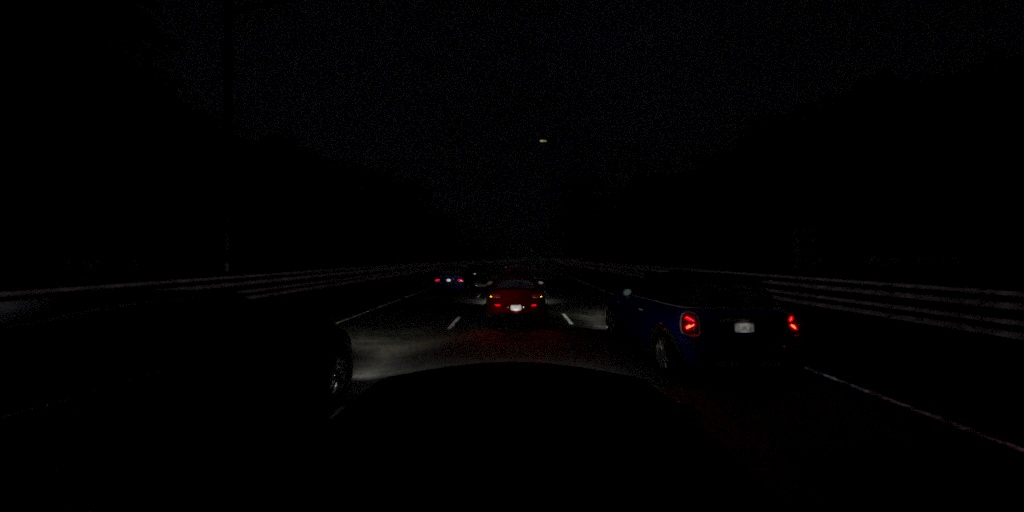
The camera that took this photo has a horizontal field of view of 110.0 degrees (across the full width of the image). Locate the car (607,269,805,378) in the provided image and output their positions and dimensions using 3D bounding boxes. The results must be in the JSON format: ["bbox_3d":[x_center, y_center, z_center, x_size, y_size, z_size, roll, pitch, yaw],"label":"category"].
[{"bbox_3d":[3.509,1.104,7.526,2.097,1.767,4.553,0,0,0],"label":"car"}]

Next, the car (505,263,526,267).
[{"bbox_3d":[0.412,1.278,29.808,1.882,1.535,5.008,0,0,1],"label":"car"}]

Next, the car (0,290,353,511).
[{"bbox_3d":[-3.395,1.103,3.471,2.097,1.767,4.553,0,0,0],"label":"car"}]

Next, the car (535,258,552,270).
[{"bbox_3d":[4.869,1.441,57.422,2.128,1.511,4.902,0,0,3],"label":"car"}]

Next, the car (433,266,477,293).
[{"bbox_3d":[-3.266,1.323,21.208,2.033,1.411,5.357,0,0,1],"label":"car"}]

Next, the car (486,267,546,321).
[{"bbox_3d":[0.125,1.285,12.310,1.812,1.442,4.674,0,0,0],"label":"car"}]
